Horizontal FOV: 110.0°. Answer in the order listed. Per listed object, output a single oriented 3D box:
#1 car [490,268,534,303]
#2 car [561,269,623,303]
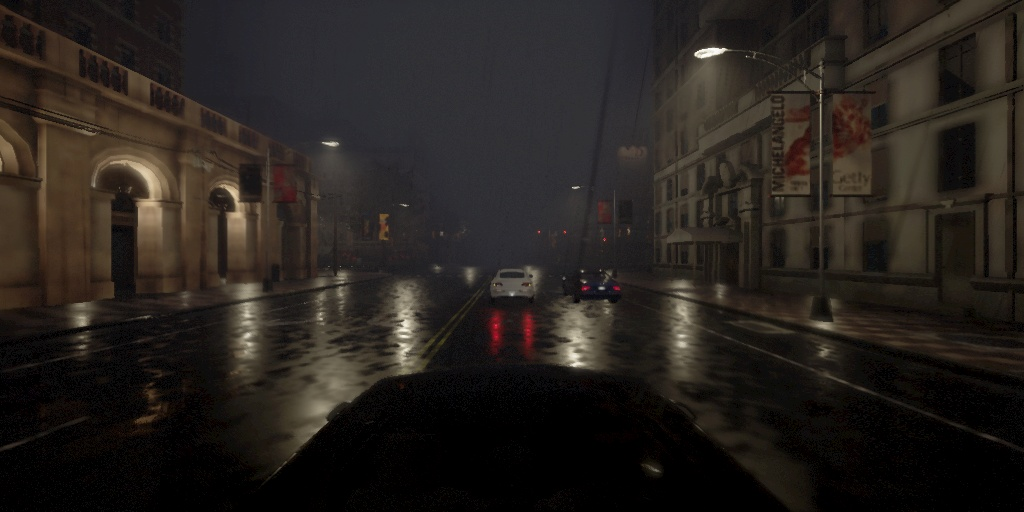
[{"bbox_3d":[-0.001,1.282,16.503,1.812,1.442,4.674,0,0,0],"label":"car"},{"bbox_3d":[3.499,1.312,16.510,2.033,1.411,5.357,0,0,0],"label":"car"}]
